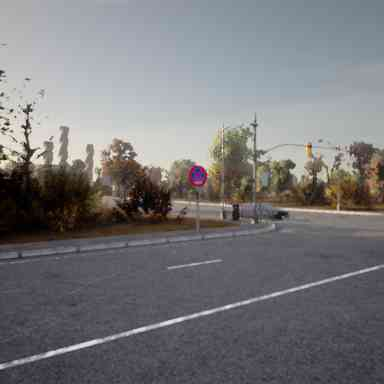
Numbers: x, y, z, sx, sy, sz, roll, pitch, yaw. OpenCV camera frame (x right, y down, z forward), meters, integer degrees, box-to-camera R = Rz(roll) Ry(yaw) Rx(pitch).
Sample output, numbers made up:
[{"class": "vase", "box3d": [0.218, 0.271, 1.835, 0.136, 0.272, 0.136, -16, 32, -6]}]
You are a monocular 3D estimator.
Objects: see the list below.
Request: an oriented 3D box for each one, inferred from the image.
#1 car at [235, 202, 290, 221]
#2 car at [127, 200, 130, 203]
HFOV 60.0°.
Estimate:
[{"class": "car", "box3d": [5.628, 1.563, 27.910, 2.033, 1.411, 5.357, 0, 0, -32]}, {"class": "car", "box3d": [-8.083, 1.475, 49.759, 2.033, 1.411, 5.357, 0, 1, -32]}]
